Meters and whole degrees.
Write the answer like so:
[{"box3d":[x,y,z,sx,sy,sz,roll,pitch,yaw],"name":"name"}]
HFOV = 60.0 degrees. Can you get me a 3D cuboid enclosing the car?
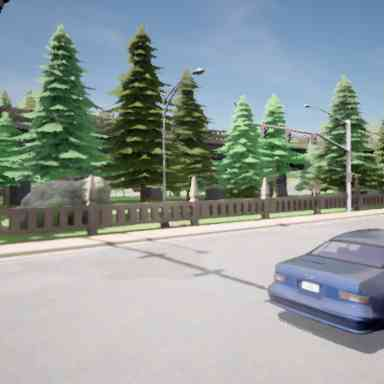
[{"box3d":[3.827,1.454,6.467,5.357,1.411,2.033,-1,1,-35],"name":"car"}]
